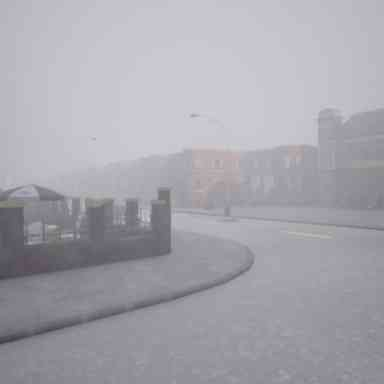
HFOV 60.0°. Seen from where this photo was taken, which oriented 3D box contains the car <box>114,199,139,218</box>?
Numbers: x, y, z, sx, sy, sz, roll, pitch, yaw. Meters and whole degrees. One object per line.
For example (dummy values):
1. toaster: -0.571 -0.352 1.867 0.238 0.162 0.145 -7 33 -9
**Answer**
1. car: -6.216 1.296 28.053 1.882 1.535 5.008 -1 1 -36
